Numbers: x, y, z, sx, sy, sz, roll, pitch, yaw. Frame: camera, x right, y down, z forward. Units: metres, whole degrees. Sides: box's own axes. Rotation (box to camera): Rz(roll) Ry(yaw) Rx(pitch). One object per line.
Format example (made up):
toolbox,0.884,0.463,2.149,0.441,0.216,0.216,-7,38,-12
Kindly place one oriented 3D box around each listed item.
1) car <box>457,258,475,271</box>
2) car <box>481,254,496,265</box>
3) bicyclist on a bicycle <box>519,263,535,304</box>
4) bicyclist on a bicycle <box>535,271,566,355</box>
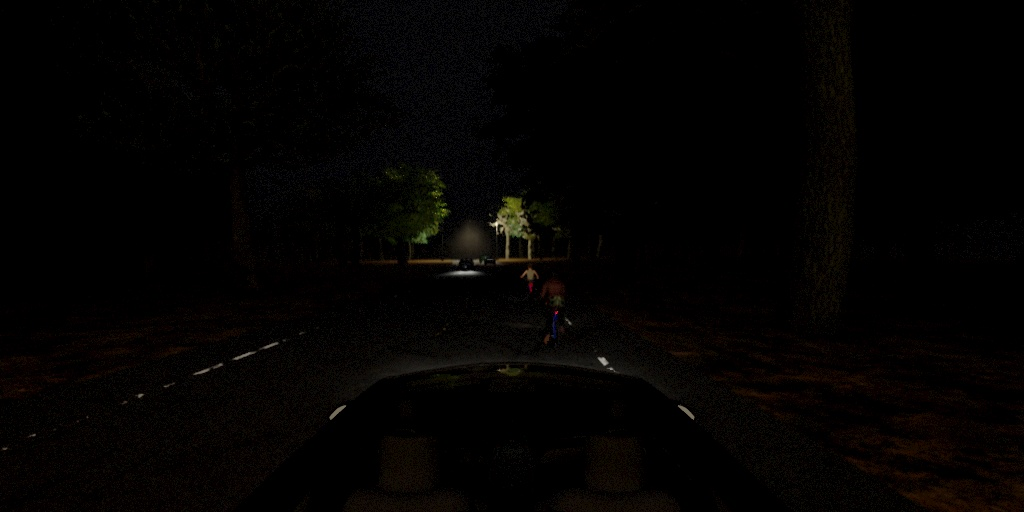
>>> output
car,-5.510,0.971,43.434,2.128,1.511,4.902,0,0,-5
car,-3.920,0.796,63.256,2.128,1.511,4.902,0,1,-7
bicyclist on a bicycle,0.737,1.108,14.802,0.866,1.612,1.509,0,0,-2
bicyclist on a bicycle,0.896,1.169,7.619,0.582,1.620,1.656,0,0,-1
